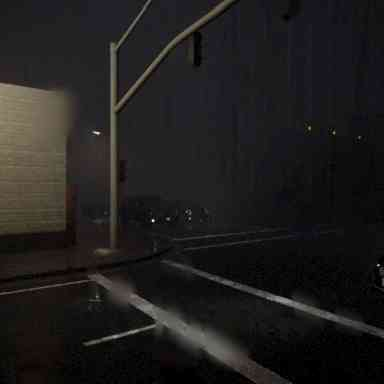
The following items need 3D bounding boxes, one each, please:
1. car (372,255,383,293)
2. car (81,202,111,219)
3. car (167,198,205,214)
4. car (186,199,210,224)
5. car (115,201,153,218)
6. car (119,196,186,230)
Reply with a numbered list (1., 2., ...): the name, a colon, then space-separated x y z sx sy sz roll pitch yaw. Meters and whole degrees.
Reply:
1. car: 6.226 1.515 6.863 4.902 1.511 2.128 0 0 -10
2. car: -8.502 1.619 30.041 1.994 1.385 4.181 0 0 -35
3. car: -0.768 1.533 37.591 1.882 1.535 5.008 0 0 -36
4. car: -0.671 1.407 25.084 2.097 1.767 4.553 0 0 -35
5. car: -5.687 1.619 32.115 1.994 1.385 4.181 0 0 -35
6. car: -3.040 1.277 22.372 2.150 2.045 5.566 0 0 -36
